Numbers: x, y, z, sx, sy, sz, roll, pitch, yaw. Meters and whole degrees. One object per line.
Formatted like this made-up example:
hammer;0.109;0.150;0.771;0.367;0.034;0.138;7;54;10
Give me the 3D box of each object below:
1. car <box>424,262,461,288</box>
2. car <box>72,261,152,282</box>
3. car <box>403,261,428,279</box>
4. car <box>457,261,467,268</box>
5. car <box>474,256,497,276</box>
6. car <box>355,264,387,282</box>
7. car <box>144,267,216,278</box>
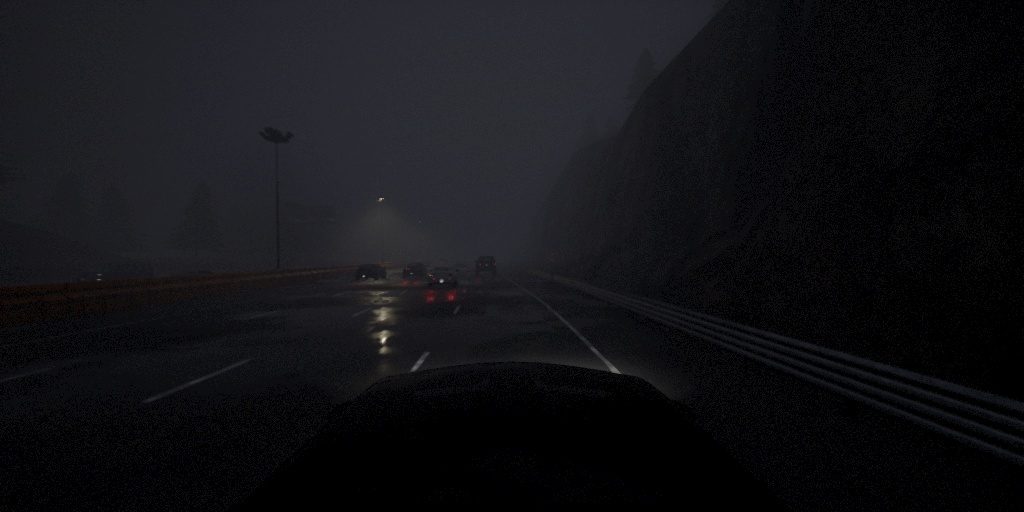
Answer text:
car;-4.719;1.355;24.923;1.812;1.442;4.674;-1;0;-7
car;-33.810;1.506;30.745;2.150;2.045;5.566;-1;0;-6
car;-9.462;1.397;35.220;2.128;1.511;4.902;-1;0;-6
car;-9.098;1.507;64.623;1.895;1.301;4.718;-1;0;-5
car;-2.898;1.025;39.363;2.150;2.045;5.566;-1;0;-6
car;-12.685;1.458;32.457;1.837;1.490;4.892;-1;0;-7
car;-22.668;1.635;25.335;1.812;1.442;4.674;-1;0;-6
